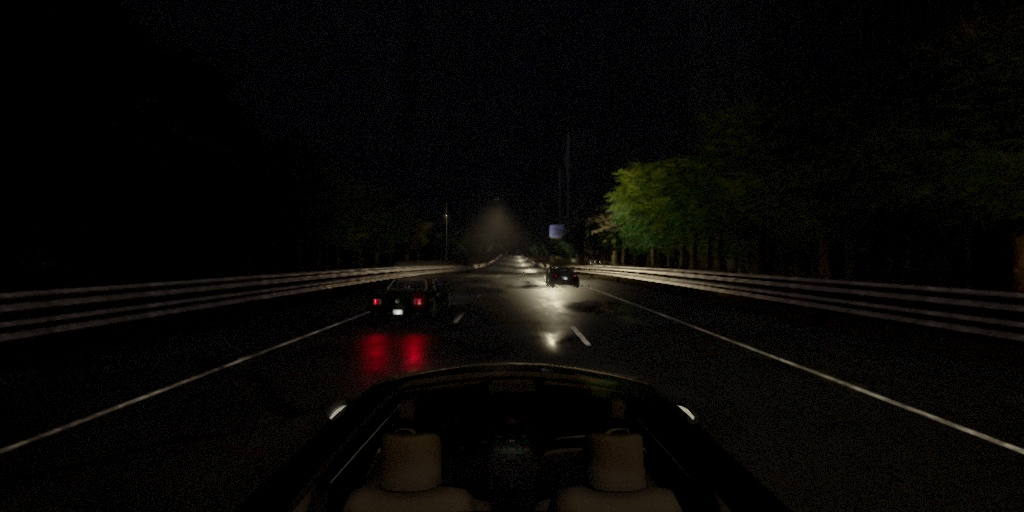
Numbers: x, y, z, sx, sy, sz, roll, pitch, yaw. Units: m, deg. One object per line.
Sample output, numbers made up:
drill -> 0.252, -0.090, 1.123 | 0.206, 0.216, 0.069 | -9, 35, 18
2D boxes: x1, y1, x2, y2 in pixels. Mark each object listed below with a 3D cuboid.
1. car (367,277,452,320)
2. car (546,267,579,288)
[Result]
car -> -3.401, 1.413, 12.941 | 1.895, 1.301, 4.718 | 0, 0, 0
car -> 3.600, 1.503, 26.099 | 1.994, 1.385, 4.181 | 0, -1, 0
